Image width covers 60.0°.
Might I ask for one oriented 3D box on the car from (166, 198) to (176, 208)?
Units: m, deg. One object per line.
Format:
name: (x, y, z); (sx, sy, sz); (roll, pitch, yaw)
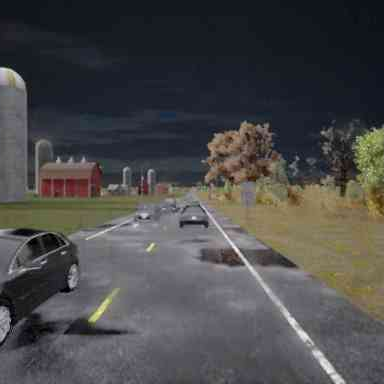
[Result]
car: (-3.476, 1.757, 52.700); (1.812, 1.442, 4.674); (0, 0, 1)

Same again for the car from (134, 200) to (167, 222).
car: (-3.566, 1.623, 27.350); (2.128, 1.511, 4.902); (0, 0, 0)

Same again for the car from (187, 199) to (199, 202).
car: (0.155, 1.672, 43.890); (2.128, 1.511, 4.902); (0, 0, 0)

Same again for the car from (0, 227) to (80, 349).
car: (-3.581, 1.489, 6.125); (1.837, 1.490, 4.892); (1, -1, 0)

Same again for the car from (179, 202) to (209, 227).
car: (0.128, 1.663, 23.441); (1.994, 1.385, 4.181); (0, 0, 0)
